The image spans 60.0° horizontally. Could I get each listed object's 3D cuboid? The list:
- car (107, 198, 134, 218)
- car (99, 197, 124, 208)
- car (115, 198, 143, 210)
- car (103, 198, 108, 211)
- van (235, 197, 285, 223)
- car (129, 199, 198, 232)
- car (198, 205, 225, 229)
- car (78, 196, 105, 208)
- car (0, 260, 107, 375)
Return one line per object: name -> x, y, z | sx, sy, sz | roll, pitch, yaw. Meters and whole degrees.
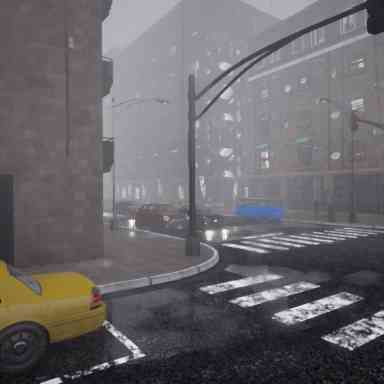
car -> -5.587, 1.494, 29.663 | 1.812, 1.442, 4.674 | -1, 0, -36
car -> -11.610, 1.463, 47.865 | 1.887, 1.381, 4.507 | -1, 0, -36
car -> -8.292, 1.463, 43.278 | 1.887, 1.381, 4.507 | -1, 0, -36
car -> -11.527, 1.453, 37.887 | 2.128, 1.511, 4.902 | -1, 0, -36
van -> 4.984, 1.280, 24.932 | 1.690, 1.788, 3.998 | 0, 0, -36
car -> -1.816, 1.441, 20.035 | 1.967, 1.590, 4.097 | 0, 0, -36
car -> 0.249, 1.545, 21.597 | 1.994, 1.385, 4.181 | -1, 0, -36
car -> -14.255, 1.430, 47.010 | 2.128, 1.511, 4.902 | -1, 0, -36
car -> -3.547, 1.525, 4.038 | 4.829, 1.417, 1.752 | 0, 0, -35
